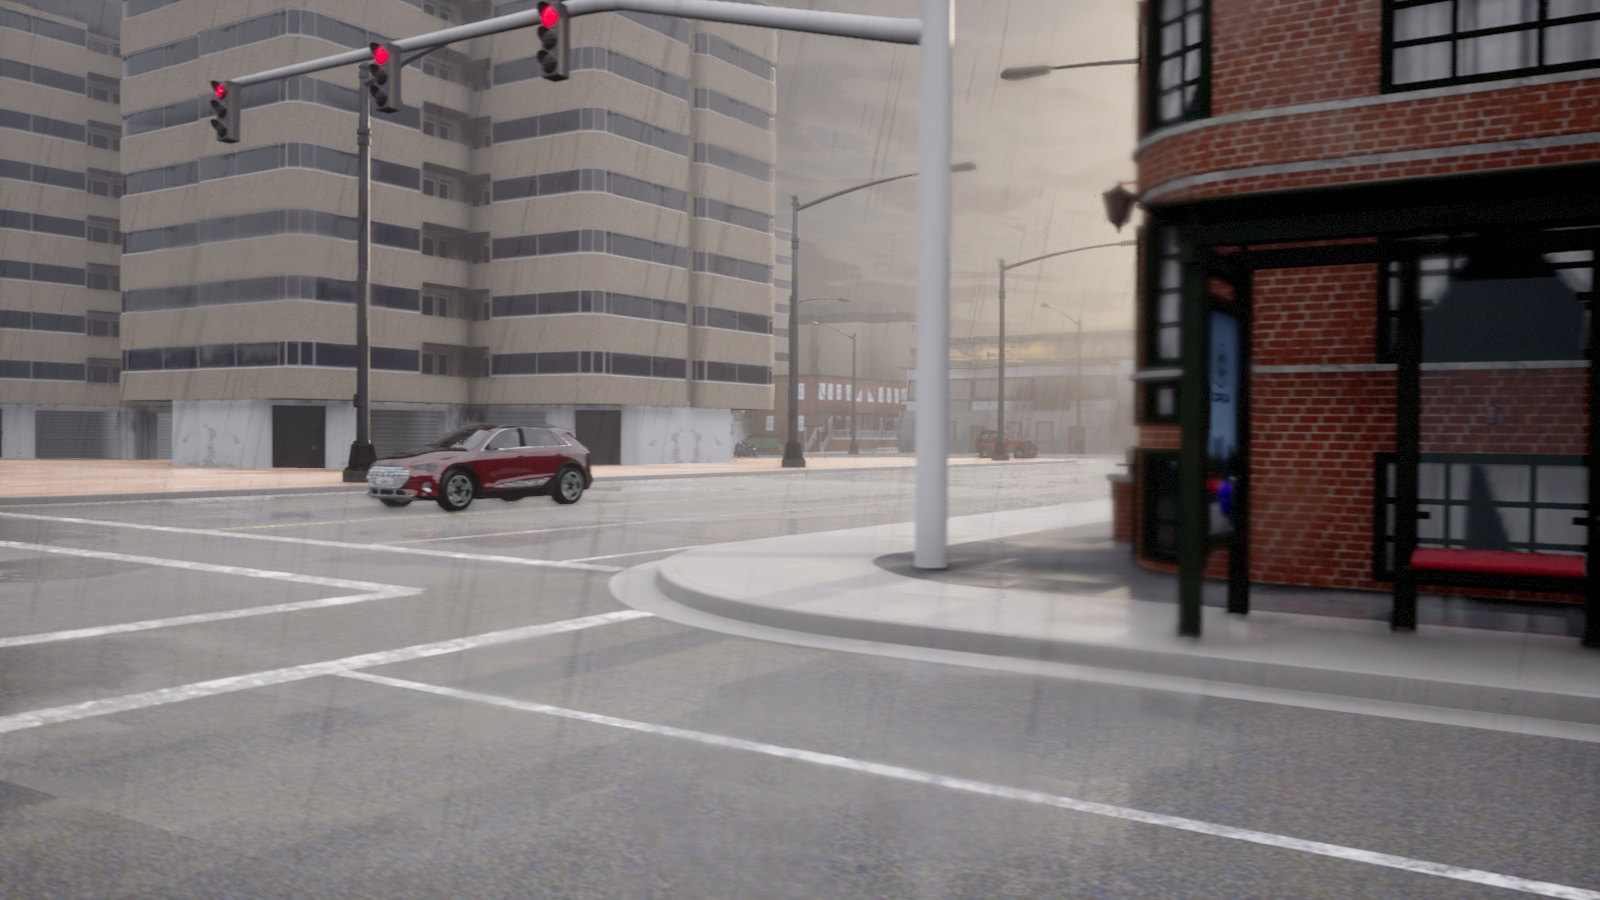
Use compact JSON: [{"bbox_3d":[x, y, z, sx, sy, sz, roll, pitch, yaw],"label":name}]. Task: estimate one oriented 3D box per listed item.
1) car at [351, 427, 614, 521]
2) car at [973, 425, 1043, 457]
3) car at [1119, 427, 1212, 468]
[{"bbox_3d":[-6.059,0.381,24.568,2.033,1.649,4.856,0,1,33],"label":"car"},{"bbox_3d":[13.108,-0.575,79.197,3.866,1.878,1.905,-1,0,32],"label":"car"},{"bbox_3d":[14.336,-0.113,49.128,2.128,1.511,4.902,0,1,33],"label":"car"}]
